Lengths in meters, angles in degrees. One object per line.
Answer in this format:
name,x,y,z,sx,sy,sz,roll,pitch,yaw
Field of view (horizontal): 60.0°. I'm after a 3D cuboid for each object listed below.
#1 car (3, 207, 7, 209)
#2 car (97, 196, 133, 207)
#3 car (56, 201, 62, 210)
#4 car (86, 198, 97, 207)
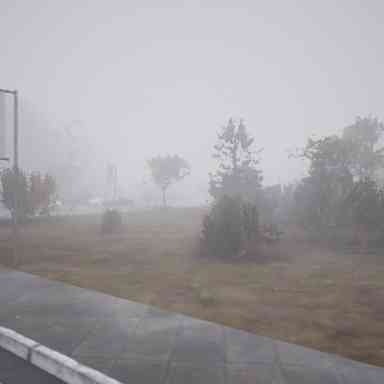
car,-20.809,1.543,42.160,2.033,1.411,5.357,0,0,39
car,-10.929,1.404,48.938,1.882,1.535,5.008,0,0,39
car,-18.031,1.521,40.029,1.812,1.442,4.674,0,0,39
car,-13.869,1.456,50.874,1.812,1.442,4.674,0,1,39
